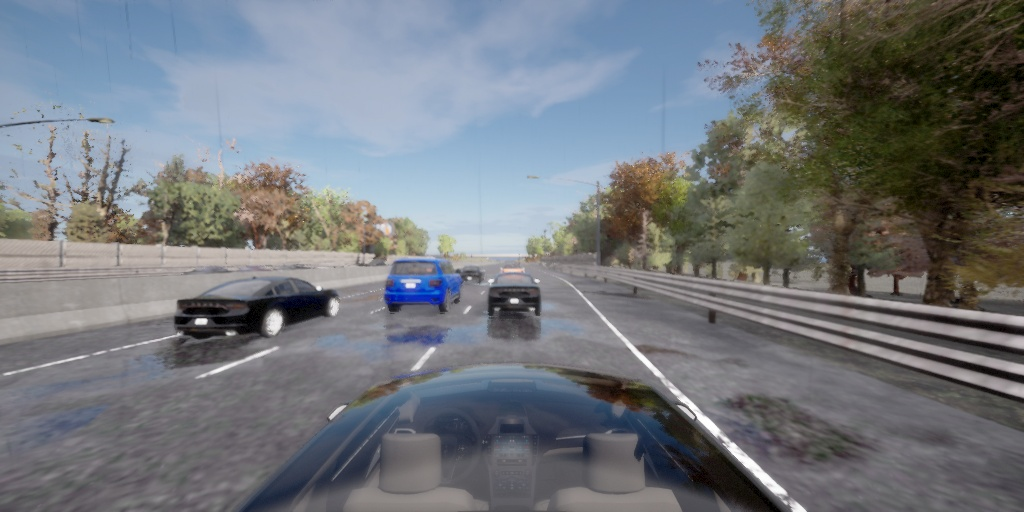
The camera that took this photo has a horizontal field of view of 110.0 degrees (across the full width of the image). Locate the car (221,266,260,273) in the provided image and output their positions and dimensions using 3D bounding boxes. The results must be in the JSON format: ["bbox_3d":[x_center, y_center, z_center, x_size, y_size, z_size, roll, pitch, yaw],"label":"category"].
[{"bbox_3d":[-24.620,1.673,33.909,1.994,1.385,4.181,0,-1,0],"label":"car"}]

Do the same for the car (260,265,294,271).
[{"bbox_3d":[-21.121,1.617,34.080,1.837,1.490,4.892,0,-1,0],"label":"car"}]

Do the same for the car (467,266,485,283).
[{"bbox_3d":[-3.427,1.588,31.446,1.837,1.490,4.892,0,-1,0],"label":"car"}]

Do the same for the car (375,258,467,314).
[{"bbox_3d":[-3.413,1.116,14.763,2.150,2.045,5.566,0,0,0],"label":"car"}]

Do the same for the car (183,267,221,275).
[{"bbox_3d":[-27.957,1.663,33.089,1.994,1.385,4.181,0,-1,-1],"label":"car"}]

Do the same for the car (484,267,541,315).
[{"bbox_3d":[0.087,1.366,14.301,1.882,1.535,5.008,0,-1,0],"label":"car"}]

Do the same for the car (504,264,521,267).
[{"bbox_3d":[0.072,1.432,31.140,2.097,1.767,4.553,0,-1,0],"label":"car"}]

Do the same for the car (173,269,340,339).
[{"bbox_3d":[-6.916,1.322,10.466,1.882,1.535,5.008,0,0,0],"label":"car"}]

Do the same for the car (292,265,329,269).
[{"bbox_3d":[-17.624,1.699,32.942,1.895,1.301,4.718,0,-1,0],"label":"car"}]
